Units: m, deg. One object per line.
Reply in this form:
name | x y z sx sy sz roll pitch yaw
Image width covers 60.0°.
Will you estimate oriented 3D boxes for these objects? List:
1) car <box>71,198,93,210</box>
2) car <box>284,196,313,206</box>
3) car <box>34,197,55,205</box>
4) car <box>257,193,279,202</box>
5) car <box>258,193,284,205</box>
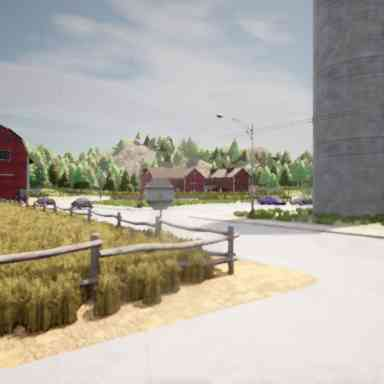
car | -14.521 1.511 43.795 1.812 1.442 4.674 0 0 -35
car | 17.374 1.442 52.397 4.902 1.511 2.128 0 0 -36
car | -25.086 1.538 56.381 4.181 1.385 1.994 0 0 36
car | 16.745 1.249 73.464 1.932 1.855 4.605 0 0 -36
car | 13.265 1.434 54.491 2.242 1.667 4.611 0 0 -36
